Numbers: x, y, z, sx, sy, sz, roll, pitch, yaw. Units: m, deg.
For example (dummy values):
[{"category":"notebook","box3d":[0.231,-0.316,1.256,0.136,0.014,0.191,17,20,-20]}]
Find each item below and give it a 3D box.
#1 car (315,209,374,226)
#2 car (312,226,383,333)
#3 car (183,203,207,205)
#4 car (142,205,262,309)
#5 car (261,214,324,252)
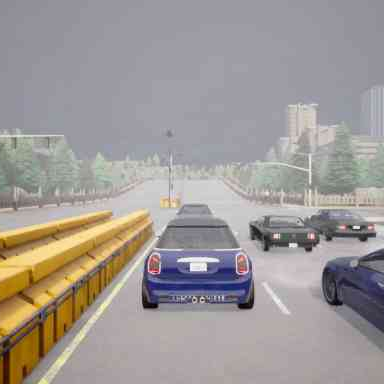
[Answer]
[{"category":"car","box3d":[7.111,1.547,16.577,2.033,1.411,5.357,0,0,4]},{"category":"car","box3d":[3.614,1.526,5.063,1.812,1.442,4.674,0,0,0]},{"category":"car","box3d":[0.135,1.352,16.968,2.097,1.767,4.553,0,0,0]},{"category":"car","box3d":[0.117,1.352,8.032,2.097,1.767,4.553,0,0,0]},{"category":"car","box3d":[3.626,1.601,14.003,1.895,1.301,4.718,0,0,1]}]
